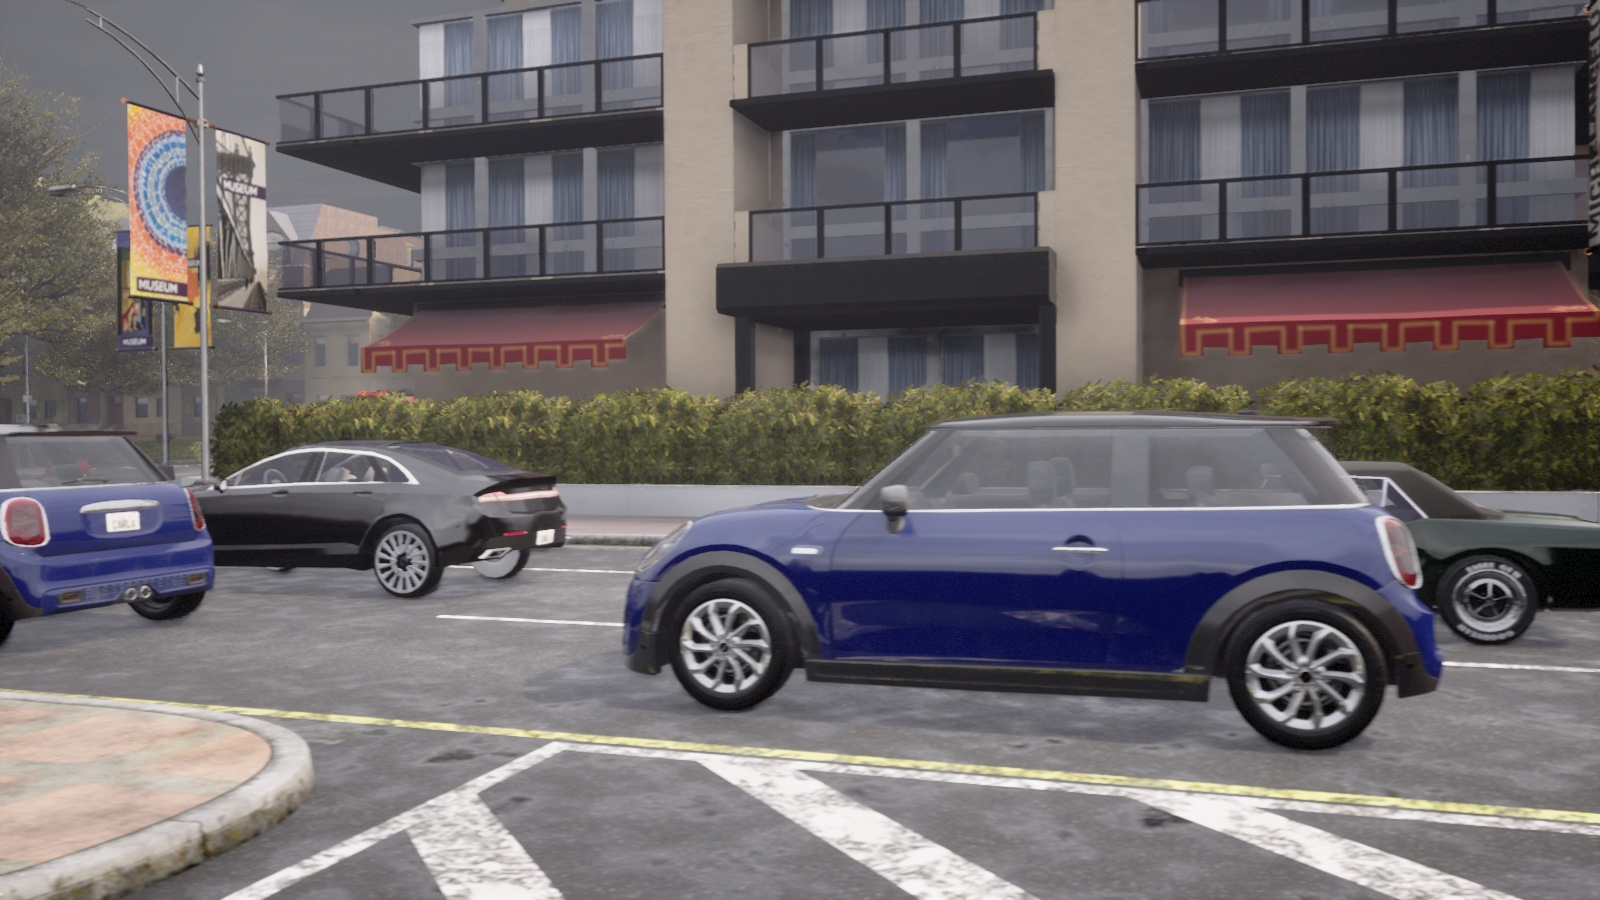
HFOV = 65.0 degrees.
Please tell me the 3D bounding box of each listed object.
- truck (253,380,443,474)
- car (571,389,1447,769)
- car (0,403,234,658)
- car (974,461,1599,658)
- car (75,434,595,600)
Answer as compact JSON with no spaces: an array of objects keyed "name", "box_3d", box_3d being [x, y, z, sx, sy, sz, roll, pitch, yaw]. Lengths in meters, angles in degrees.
[{"name":"truck","box_3d":[-17.922,-0.904,50.532,2.891,3.462,7.936,0,1,18]},{"name":"car","box_3d":[1.169,0.576,7.547,4.553,1.767,2.097,0,1,18]},{"name":"car","box_3d":[-7.302,0.532,10.395,4.553,1.767,2.097,0,1,19]},{"name":"car","box_3d":[3.949,0.778,10.305,4.718,1.301,1.895,0,1,19]},{"name":"car","box_3d":[-4.864,0.588,13.269,4.902,1.511,2.128,0,1,19]}]
